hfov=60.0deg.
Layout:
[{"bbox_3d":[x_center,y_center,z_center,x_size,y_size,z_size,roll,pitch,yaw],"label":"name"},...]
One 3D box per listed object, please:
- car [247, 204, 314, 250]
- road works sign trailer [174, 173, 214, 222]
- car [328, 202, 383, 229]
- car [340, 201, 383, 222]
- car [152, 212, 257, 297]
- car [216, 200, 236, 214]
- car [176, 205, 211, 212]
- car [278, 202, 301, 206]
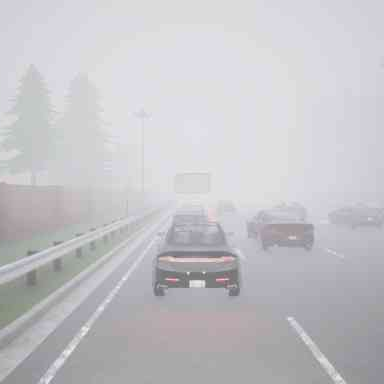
[{"bbox_3d":[3.597,1.477,14.335,1.882,1.535,5.008,0,0,0],"label":"car"},{"bbox_3d":[0.062,0.464,22.956,2.380,3.560,2.880,0,0,-1],"label":"road works sign trailer"},{"bbox_3d":[10.597,1.564,21.840,1.994,1.385,4.181,0,0,0],"label":"car"},{"bbox_3d":[14.095,1.526,27.253,1.812,1.442,4.674,0,0,0],"label":"car"},{"bbox_3d":[0.098,1.491,8.595,2.128,1.511,4.902,0,0,0],"label":"car"},{"bbox_3d":[3.593,1.547,35.427,2.033,1.411,5.357,0,0,1],"label":"car"},{"bbox_3d":[0.042,1.474,19.036,1.882,1.535,5.008,0,0,5],"label":"car"},{"bbox_3d":[7.094,1.493,24.806,2.128,1.511,4.902,0,0,0],"label":"car"}]
